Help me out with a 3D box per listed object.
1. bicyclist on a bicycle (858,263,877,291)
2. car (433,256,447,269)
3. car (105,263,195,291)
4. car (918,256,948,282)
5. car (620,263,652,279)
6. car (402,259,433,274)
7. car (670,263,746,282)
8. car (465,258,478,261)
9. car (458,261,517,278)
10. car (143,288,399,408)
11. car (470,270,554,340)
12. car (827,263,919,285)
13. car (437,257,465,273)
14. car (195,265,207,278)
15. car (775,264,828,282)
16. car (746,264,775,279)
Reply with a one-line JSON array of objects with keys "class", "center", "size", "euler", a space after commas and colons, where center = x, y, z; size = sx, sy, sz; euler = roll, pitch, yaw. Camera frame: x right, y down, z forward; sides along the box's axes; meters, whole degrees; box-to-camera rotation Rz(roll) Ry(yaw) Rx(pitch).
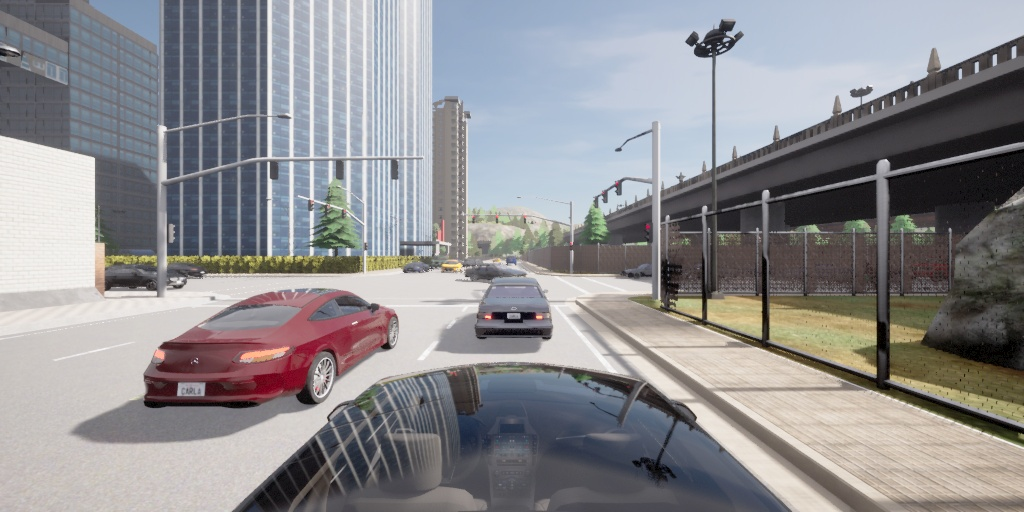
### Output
[{"class": "bicyclist on a bicycle", "center": [18.263, 1.106, 18.173], "size": [0.582, 1.620, 1.656], "euler": [0, 0, 0]}, {"class": "car", "center": [-10.706, 0.973, 53.344], "size": [2.150, 2.045, 5.566], "euler": [0, 0, 0]}, {"class": "car", "center": [-22.587, 1.331, 21.799], "size": [4.674, 1.442, 1.812], "euler": [0, 0, 0]}, {"class": "car", "center": [35.230, 1.027, 29.220], "size": [5.566, 2.045, 2.150], "euler": [0, 0, -1]}, {"class": "car", "center": [12.716, 1.353, 32.632], "size": [5.357, 1.411, 2.033], "euler": [0, 0, 0]}, {"class": "car", "center": [-10.903, 1.314, 40.925], "size": [1.994, 1.385, 4.181], "euler": [0, 0, 4]}, {"class": "car", "center": [15.660, 1.297, 29.145], "size": [4.902, 1.511, 2.128], "euler": [0, 0, 0]}, {"class": "car", "center": [-7.207, 1.254, 59.873], "size": [1.837, 1.490, 4.892], "euler": [0, 0, 0]}, {"class": "car", "center": [-1.362, 1.323, 27.830], "size": [5.357, 1.411, 2.033], "euler": [0, 0, 38]}, {"class": "car", "center": [-3.450, 1.276, 6.174], "size": [1.812, 1.442, 4.674], "euler": [0, 0, 0]}, {"class": "car", "center": [0.078, 1.297, 9.994], "size": [2.033, 1.411, 5.357], "euler": [0, 0, 1]}, {"class": "car", "center": [25.577, 1.369, 25.490], "size": [4.181, 1.385, 1.994], "euler": [0, 0, 0]}, {"class": "car", "center": [-7.186, 1.228, 42.917], "size": [1.882, 1.535, 5.008], "euler": [0, 0, 0]}, {"class": "car", "center": [-30.377, 1.331, 32.504], "size": [4.674, 1.442, 1.812], "euler": [0, 0, -1]}, {"class": "car", "center": [24.616, 1.331, 29.173], "size": [4.674, 1.442, 1.812], "euler": [0, 0, 0]}, {"class": "car", "center": [22.306, 1.406, 32.674], "size": [4.718, 1.301, 1.895], "euler": [0, 0, 0]}]
